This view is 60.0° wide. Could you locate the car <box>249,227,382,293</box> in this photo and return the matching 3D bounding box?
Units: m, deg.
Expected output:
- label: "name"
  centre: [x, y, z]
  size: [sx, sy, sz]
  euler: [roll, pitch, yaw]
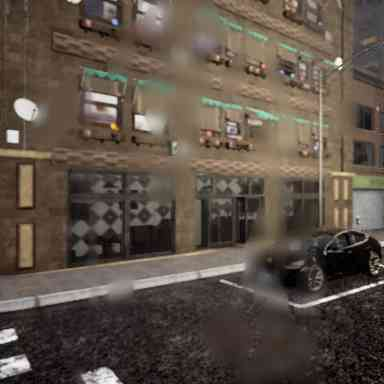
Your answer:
- label: "car"
  centre: [3.484, 1.652, 9.061]
  size: [4.313, 1.339, 1.947]
  euler: [1, -1, -36]
